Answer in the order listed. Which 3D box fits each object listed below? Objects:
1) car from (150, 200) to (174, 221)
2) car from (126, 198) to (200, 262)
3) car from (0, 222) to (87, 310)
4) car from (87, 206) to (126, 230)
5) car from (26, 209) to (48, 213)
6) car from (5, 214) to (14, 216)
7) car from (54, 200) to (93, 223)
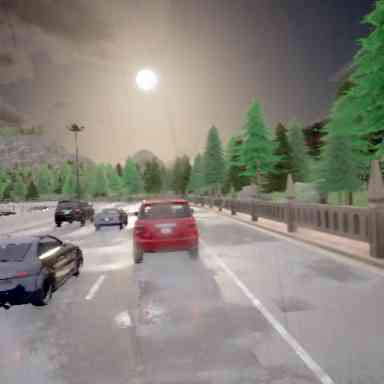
[{"bbox_3d":[-2.751,1.625,30.360,1.882,1.535,5.008,-2,0,-5],"label":"car"},{"bbox_3d":[-1.030,1.276,12.701,2.150,2.045,5.566,-2,0,-5],"label":"car"},{"bbox_3d":[-4.120,1.751,8.313,1.994,1.385,4.181,-2,0,-5],"label":"car"},{"bbox_3d":[-5.617,1.814,23.573,2.033,1.411,5.357,-2,0,-5],"label":"car"},{"bbox_3d":[-17.861,2.318,38.564,1.837,1.490,4.892,-2,0,-6],"label":"car"},{"bbox_3d":[-21.114,2.554,36.358,1.895,1.301,4.718,-2,0,-6],"label":"car"},{"bbox_3d":[-9.485,1.658,27.209,2.150,2.045,5.566,-2,0,-5],"label":"car"}]
